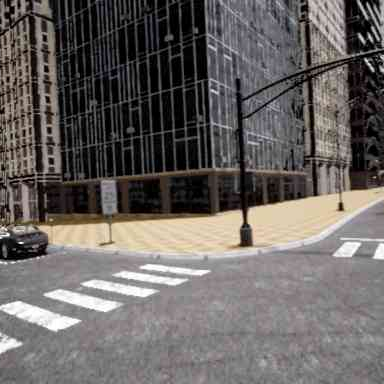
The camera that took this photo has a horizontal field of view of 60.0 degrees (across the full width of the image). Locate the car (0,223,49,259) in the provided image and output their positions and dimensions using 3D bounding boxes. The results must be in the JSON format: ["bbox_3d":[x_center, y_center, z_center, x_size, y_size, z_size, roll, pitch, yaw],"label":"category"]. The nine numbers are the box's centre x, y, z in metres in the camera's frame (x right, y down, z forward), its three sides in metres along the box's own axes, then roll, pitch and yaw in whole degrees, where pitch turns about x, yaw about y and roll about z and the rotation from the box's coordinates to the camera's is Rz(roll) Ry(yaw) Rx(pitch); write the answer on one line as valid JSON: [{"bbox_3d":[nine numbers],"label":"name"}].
[{"bbox_3d":[-8.187,2.133,15.149,4.403,1.369,2.008,-4,1,39],"label":"car"}]
